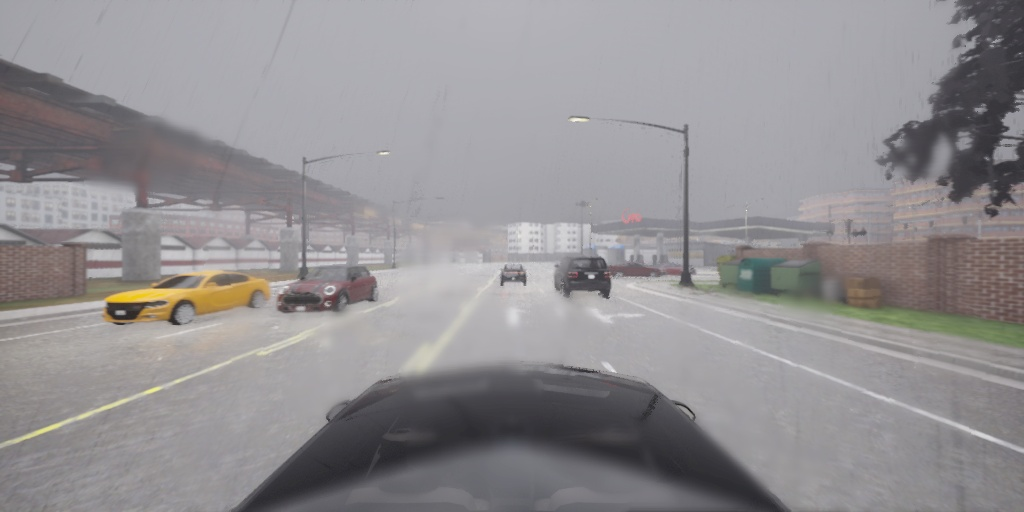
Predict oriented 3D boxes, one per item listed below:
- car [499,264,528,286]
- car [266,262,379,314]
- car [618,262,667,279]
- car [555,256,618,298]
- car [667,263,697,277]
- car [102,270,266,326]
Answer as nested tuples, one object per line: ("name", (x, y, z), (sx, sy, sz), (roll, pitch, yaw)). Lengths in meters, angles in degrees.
("car", (0.107, 1.308, 26.091), (2.128, 1.511, 4.902), (0, 0, 0))
("car", (-7.004, 1.154, 14.137), (2.097, 1.767, 4.553), (0, 0, 0))
("car", (11.271, 1.301, 33.350), (5.008, 1.535, 1.882), (0, -1, 1))
("car", (3.602, 1.031, 18.950), (2.150, 2.045, 5.566), (0, 0, 0))
("car", (16.445, 1.390, 36.460), (4.181, 1.385, 1.994), (0, 0, 0))
("car", (-10.524, 1.279, 12.158), (1.882, 1.535, 5.008), (0, 0, 0))
